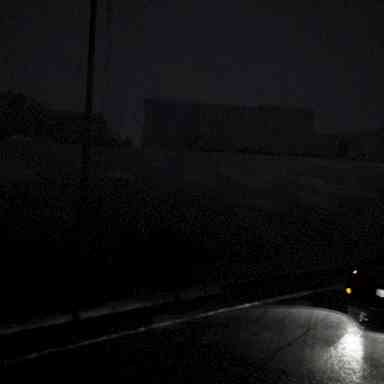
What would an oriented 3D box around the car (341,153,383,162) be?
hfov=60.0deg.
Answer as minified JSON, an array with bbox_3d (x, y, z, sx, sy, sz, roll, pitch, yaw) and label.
[{"bbox_3d":[17.868,-3.295,35.115,5.008,1.535,2.097,3,-1,-8],"label":"car"}]

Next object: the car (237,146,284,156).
[{"bbox_3d":[6.885,-3.809,33.623,4.892,1.521,2.231,2,-1,-6],"label":"car"}]

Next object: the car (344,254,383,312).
[{"bbox_3d":[5.065,1.567,6.547,4.181,1.385,1.994,0,0,-26],"label":"car"}]

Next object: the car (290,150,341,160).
[{"bbox_3d":[12.383,-3.516,34.309,4.674,1.452,2.002,3,-1,-7],"label":"car"}]

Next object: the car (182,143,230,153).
[{"bbox_3d":[1.401,-4.042,33.042,4.892,1.521,2.231,2,-1,-6],"label":"car"}]

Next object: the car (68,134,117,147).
[{"bbox_3d":[-9.468,-4.604,31.910,4.553,1.767,2.185,2,-1,-6],"label":"car"}]

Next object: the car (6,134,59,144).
[{"bbox_3d":[-14.934,-4.655,31.335,4.674,1.452,2.002,2,-1,-6],"label":"car"}]
